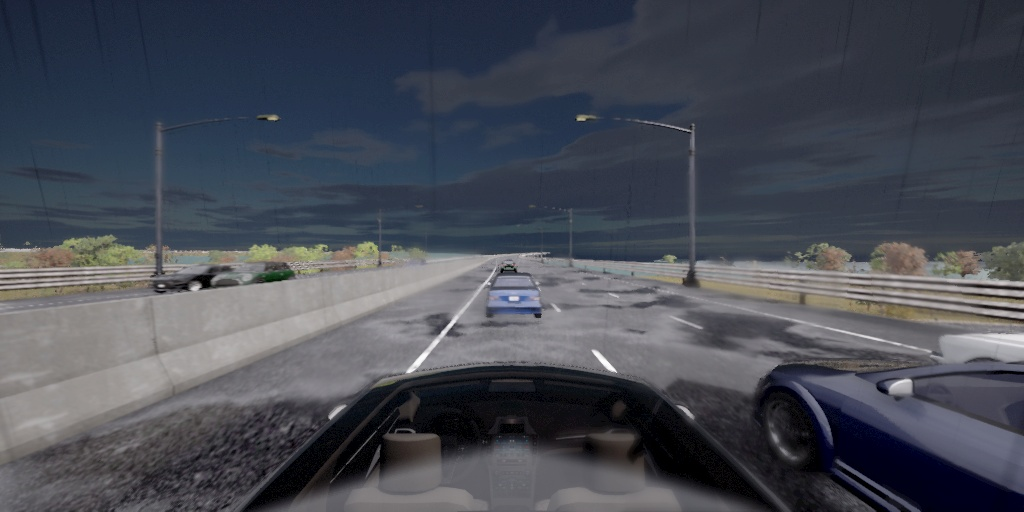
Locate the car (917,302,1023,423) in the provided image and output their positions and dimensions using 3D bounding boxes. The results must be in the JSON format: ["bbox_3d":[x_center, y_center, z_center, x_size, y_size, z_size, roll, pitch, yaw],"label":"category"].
[{"bbox_3d":[7.093,1.349,3.081,1.895,1.301,4.718,0,0,0],"label":"car"}]

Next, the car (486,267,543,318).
[{"bbox_3d":[0.055,1.296,13.016,2.033,1.411,5.357,0,0,0],"label":"car"}]

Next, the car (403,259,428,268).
[{"bbox_3d":[-11.009,1.092,41.161,2.097,1.767,4.553,0,0,-1],"label":"car"}]

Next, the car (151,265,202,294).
[{"bbox_3d":[-17.715,1.229,20.585,1.882,1.535,5.008,0,0,-1],"label":"car"}]

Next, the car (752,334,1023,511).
[{"bbox_3d":[3.591,1.313,2.155,1.994,1.385,4.181,0,0,0],"label":"car"}]

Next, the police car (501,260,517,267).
[{"bbox_3d":[-0.424,1.242,43.792,2.038,1.542,4.974,0,0,-1],"label":"police car"}]

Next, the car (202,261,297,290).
[{"bbox_3d":[-14.210,1.103,20.022,2.097,1.767,4.553,0,0,-1],"label":"car"}]
